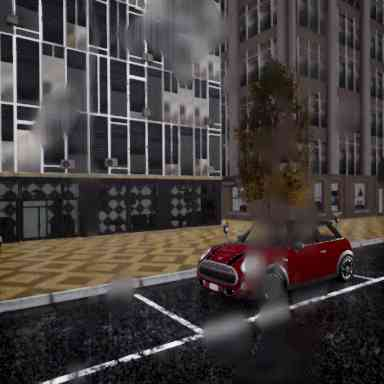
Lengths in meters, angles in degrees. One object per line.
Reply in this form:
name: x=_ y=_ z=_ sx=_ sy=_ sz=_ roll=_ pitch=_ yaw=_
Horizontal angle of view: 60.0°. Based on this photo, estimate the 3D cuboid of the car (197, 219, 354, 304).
car: x=2.067 y=1.438 z=8.043 sx=4.097 sy=1.590 sz=1.967 roll=0 pitch=-1 yaw=-35
